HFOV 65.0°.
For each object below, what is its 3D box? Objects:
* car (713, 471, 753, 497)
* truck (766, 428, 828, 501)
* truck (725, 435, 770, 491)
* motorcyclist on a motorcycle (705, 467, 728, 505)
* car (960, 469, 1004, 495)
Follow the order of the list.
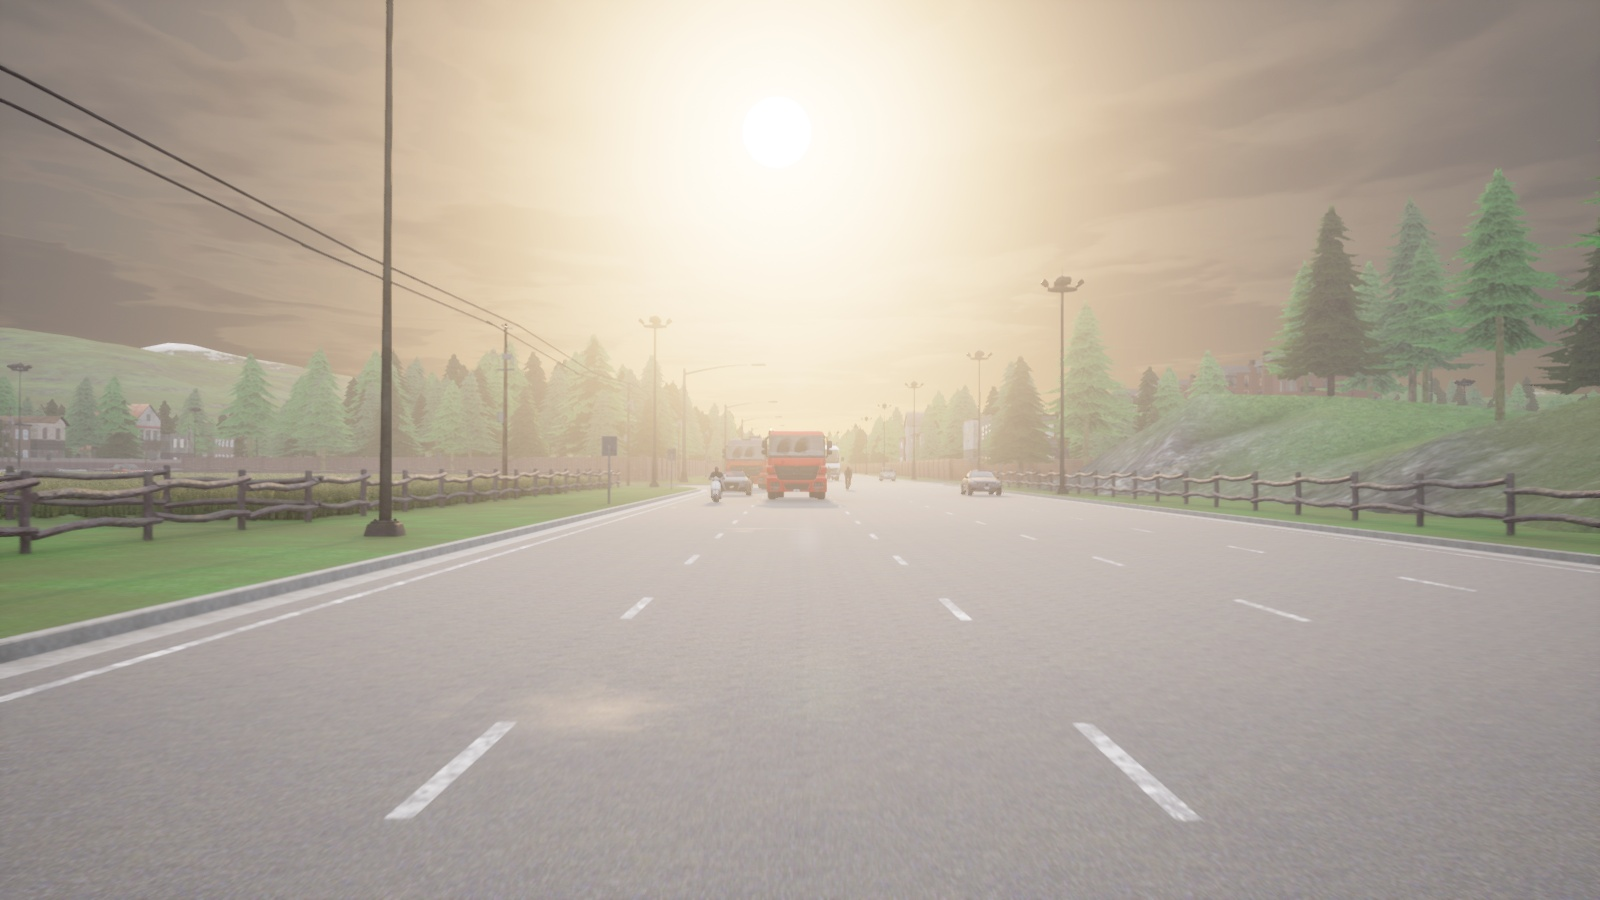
[{"bbox_3d":[-3.665,1.876,69.396,1.994,1.385,4.181,0,-1,0],"label":"car"},{"bbox_3d":[-0.155,0.732,63.483,2.891,3.462,7.936,0,-1,0],"label":"truck"},{"bbox_3d":[-3.720,0.946,90.418,2.891,3.827,8.468,0,-1,0],"label":"truck"},{"bbox_3d":[-3.631,1.557,54.754,0.866,1.590,1.817,0,-1,0],"label":"motorcyclist on a motorcycle"},{"bbox_3d":[10.330,1.812,71.530,1.812,1.442,4.674,0,-1,0],"label":"car"}]
